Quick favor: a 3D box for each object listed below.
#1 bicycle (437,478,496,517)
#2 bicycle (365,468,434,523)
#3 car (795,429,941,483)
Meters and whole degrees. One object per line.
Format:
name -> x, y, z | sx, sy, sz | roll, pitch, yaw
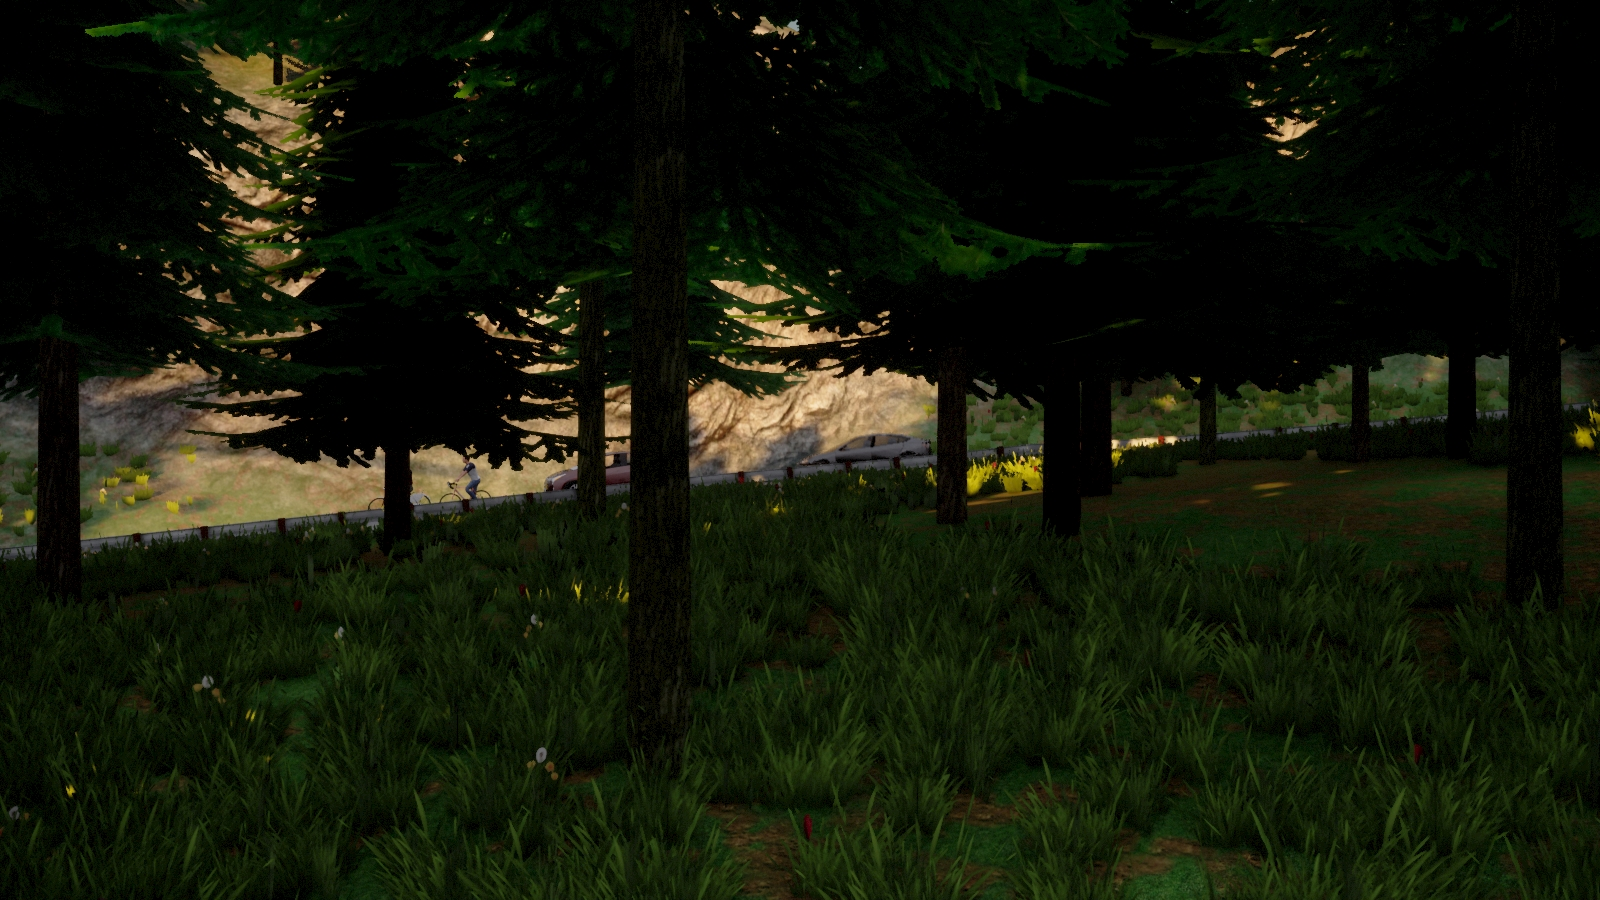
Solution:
bicycle -> -10.252, 1.440, 35.171 | 1.643, 1.024, 0.373 | -5, 3, -36
bicycle -> -12.076, 1.355, 34.488 | 1.835, 1.471, 0.329 | -5, 2, -29
car -> 2.313, 0.196, 39.918 | 4.792, 1.488, 2.163 | -4, 0, -3
